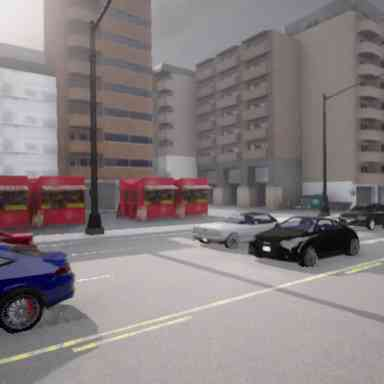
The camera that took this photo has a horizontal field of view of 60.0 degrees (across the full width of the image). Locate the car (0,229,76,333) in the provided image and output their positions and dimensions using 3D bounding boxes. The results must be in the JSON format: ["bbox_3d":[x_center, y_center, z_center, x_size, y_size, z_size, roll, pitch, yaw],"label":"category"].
[{"bbox_3d":[-4.267,1.523,5.209,4.674,1.442,1.812,0,0,-37],"label":"car"}]

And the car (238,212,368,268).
[{"bbox_3d":[3.855,1.538,11.266,4.181,1.385,1.994,0,0,-37],"label":"car"}]

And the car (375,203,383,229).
[{"bbox_3d":[12.172,1.206,17.471,5.566,2.045,2.150,0,0,-37],"label":"car"}]

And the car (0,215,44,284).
[{"bbox_3d":[-6.439,1.474,7.953,5.008,1.535,1.882,0,0,-37],"label":"car"}]

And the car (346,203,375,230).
[{"bbox_3d":[11.238,1.491,21.142,4.892,1.490,1.837,0,0,-37],"label":"car"}]

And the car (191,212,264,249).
[{"bbox_3d":[2.277,1.575,14.461,4.718,1.301,1.895,0,0,-37],"label":"car"}]
